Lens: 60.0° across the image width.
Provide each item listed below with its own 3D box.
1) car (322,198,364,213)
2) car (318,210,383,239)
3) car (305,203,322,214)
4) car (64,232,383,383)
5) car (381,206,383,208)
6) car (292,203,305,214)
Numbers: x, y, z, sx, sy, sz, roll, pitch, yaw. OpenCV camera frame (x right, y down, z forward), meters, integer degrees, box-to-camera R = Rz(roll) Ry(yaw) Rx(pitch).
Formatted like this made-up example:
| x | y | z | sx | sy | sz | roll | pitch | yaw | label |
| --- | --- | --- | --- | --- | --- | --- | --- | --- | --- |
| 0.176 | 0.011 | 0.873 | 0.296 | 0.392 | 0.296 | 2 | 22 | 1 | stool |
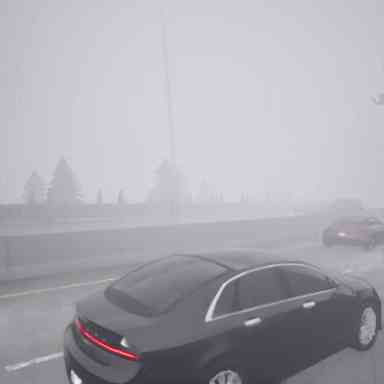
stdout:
| x | y | z | sx | sy | sz | roll | pitch | yaw | label |
| --- | --- | --- | --- | --- | --- | --- | --- | --- | --- |
| 15.606 | 1.662 | 33.778 | 2.150 | 2.045 | 5.566 | 0 | -1 | 43 | car |
| 7.707 | 1.757 | 15.272 | 4.181 | 1.385 | 1.994 | 1 | -1 | -44 | car |
| 15.582 | 1.990 | 38.844 | 2.128 | 1.511 | 4.902 | 0 | -1 | 43 | car |
| 0.829 | 1.555 | 4.626 | 4.892 | 1.490 | 1.837 | 1 | 0 | -38 | car |
| 42.886 | 3.542 | 72.742 | 1.812 | 1.442 | 4.674 | 0 | -6 | 43 | car |
| 15.090 | 2.096 | 43.424 | 2.033 | 1.411 | 5.357 | 0 | -1 | 43 | car |
